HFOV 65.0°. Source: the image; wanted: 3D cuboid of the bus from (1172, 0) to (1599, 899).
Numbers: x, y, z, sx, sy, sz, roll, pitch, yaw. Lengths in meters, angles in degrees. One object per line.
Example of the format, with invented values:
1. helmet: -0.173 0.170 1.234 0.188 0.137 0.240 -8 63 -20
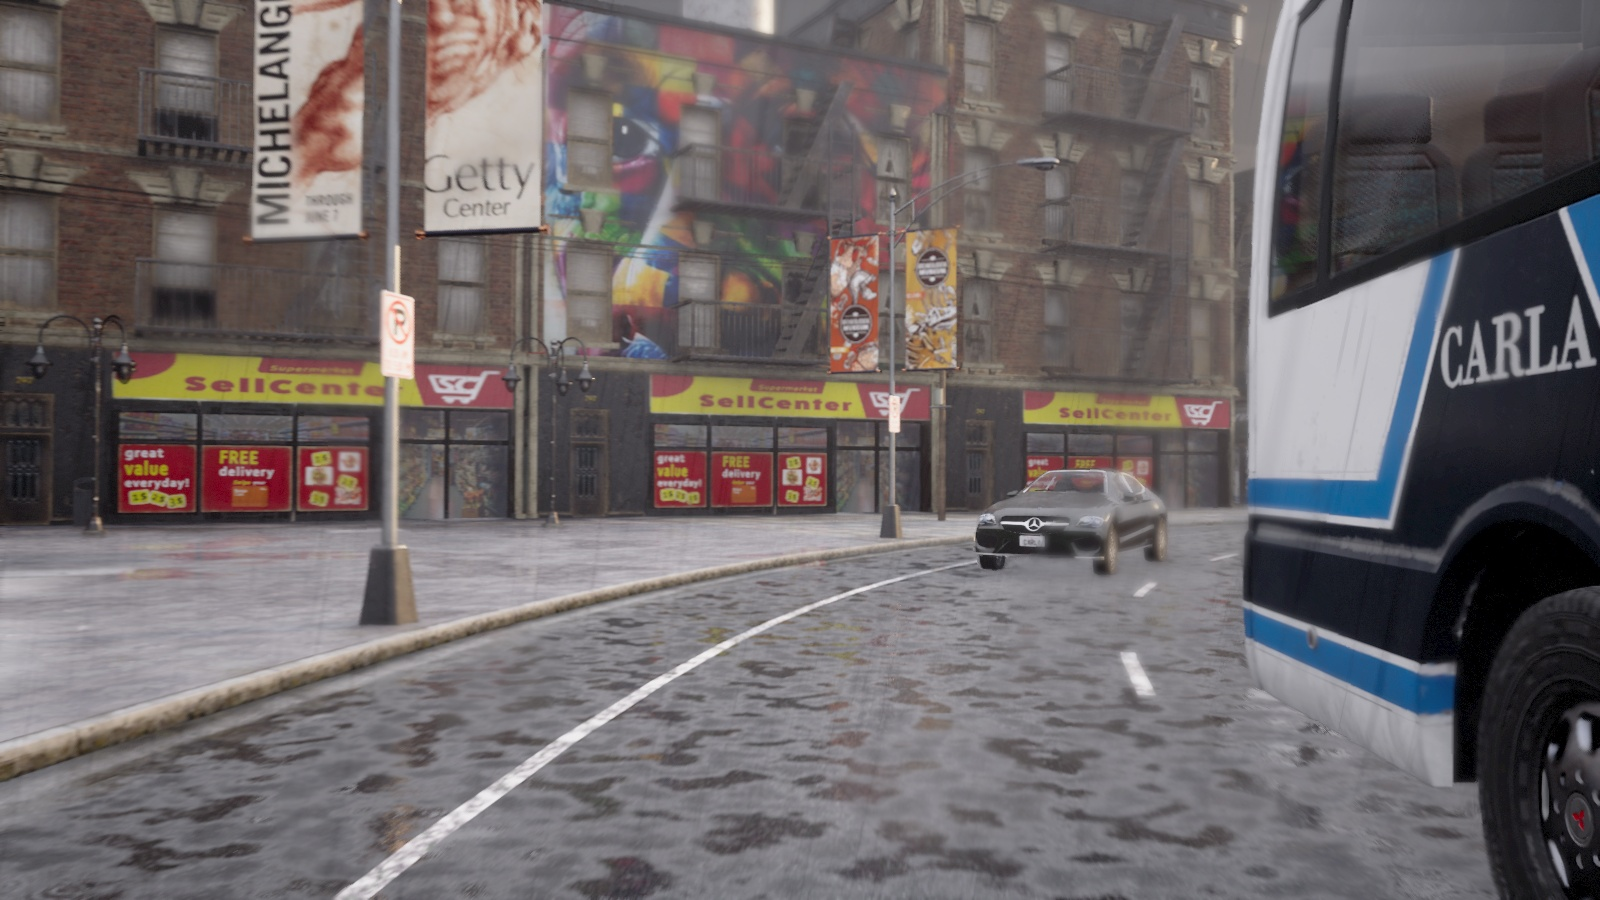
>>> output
1. bus: 3.436 -0.560 0.730 3.944 4.253 10.273 0 -1 4

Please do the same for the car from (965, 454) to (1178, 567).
1. car: 4.724 0.934 21.202 2.152 1.651 5.027 -1 -1 29
